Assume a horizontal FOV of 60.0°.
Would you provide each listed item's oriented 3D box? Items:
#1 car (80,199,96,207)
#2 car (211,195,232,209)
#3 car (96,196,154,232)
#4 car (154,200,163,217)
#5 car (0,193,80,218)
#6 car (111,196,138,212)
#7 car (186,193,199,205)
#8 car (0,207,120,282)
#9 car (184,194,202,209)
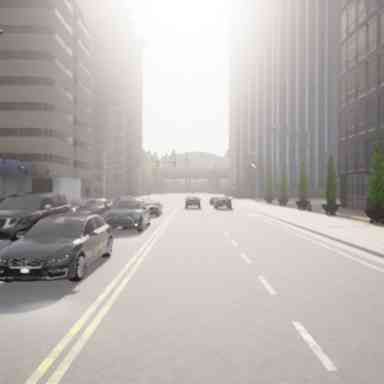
[{"bbox_3d":[-7.087,1.256,24.637,2.128,1.511,4.902,0,1,0],"label":"car"},{"bbox_3d":[3.504,1.153,38.138,1.837,1.490,4.892,0,1,0],"label":"car"},{"bbox_3d":[-3.593,1.176,18.787,2.097,1.767,4.553,0,1,0],"label":"car"},{"bbox_3d":[-3.576,1.332,28.558,1.895,1.301,4.718,0,1,0],"label":"car"},{"bbox_3d":[-7.095,1.081,14.675,2.150,2.045,5.566,0,1,0],"label":"car"},{"bbox_3d":[-7.042,1.170,35.076,1.837,1.490,4.892,0,1,0],"label":"car"},{"bbox_3d":[0.106,1.015,49.322,1.882,1.535,5.008,0,1,0],"label":"car"},{"bbox_3d":[-3.598,1.416,9.585,1.837,1.490,4.892,0,1,0],"label":"car"},{"bbox_3d":[0.103,1.138,39.346,1.837,1.490,4.892,0,1,0],"label":"car"}]
